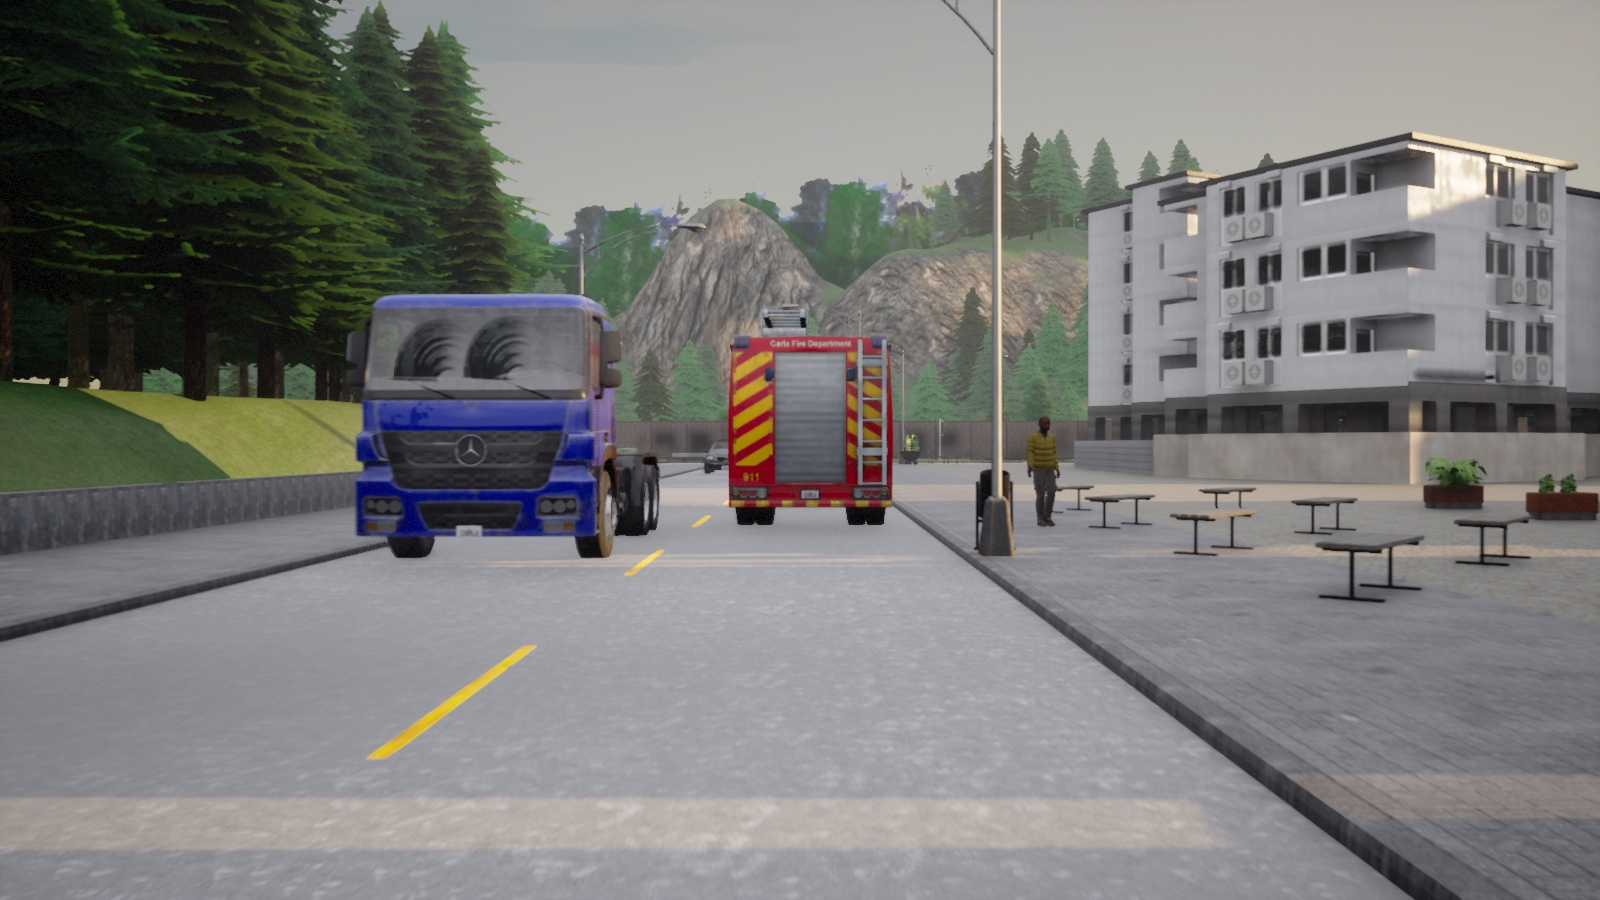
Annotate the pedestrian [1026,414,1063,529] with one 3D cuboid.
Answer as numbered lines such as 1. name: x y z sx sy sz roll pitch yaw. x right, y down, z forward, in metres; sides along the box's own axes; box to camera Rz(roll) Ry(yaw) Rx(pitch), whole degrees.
1. pedestrian: 3.988 0.344 20.492 0.370 1.835 0.726 0 0 -9

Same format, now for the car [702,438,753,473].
1. car: -3.513 0.240 61.643 2.242 1.667 4.611 0 0 0

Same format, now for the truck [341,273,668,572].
1. truck: -3.839 -0.343 18.500 2.891 3.462 7.936 0 0 0

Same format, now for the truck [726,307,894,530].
1. truck: 0.222 -0.564 25.826 2.891 3.827 8.468 0 0 1
